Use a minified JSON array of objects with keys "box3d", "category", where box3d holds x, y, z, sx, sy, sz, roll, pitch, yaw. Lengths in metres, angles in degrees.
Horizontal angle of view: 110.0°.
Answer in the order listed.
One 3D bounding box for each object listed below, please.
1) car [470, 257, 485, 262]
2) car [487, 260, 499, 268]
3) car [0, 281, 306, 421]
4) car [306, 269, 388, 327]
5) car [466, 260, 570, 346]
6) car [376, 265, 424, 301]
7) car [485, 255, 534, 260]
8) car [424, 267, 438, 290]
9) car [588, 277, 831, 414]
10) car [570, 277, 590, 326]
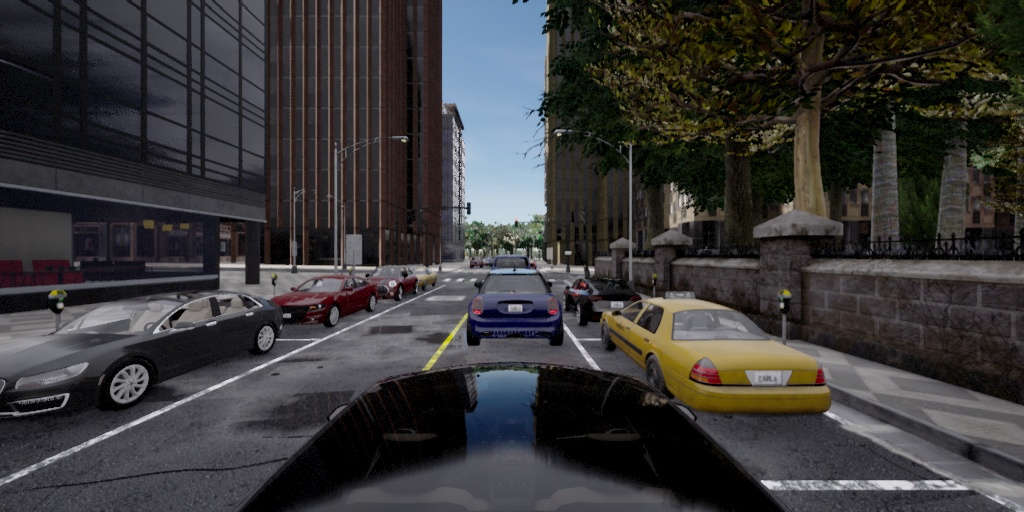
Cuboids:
[{"box3d":[-5.849,1.056,59.764,2.192,1.841,5.009,0,0,0],"category":"car"},{"box3d":[-3.159,1.343,60.574,1.895,1.301,4.718,0,0,0],"category":"car"},{"box3d":[-5.769,1.299,5.985,2.007,1.370,4.403,0,0,0],"category":"car"},{"box3d":[-5.777,1.291,11.442,1.888,1.381,4.507,0,0,0],"category":"car"},{"box3d":[0.042,1.099,9.560,2.097,1.767,4.553,0,0,-1],"category":"car"},{"box3d":[-5.785,1.184,16.899,1.967,1.591,4.097,0,0,0],"category":"car"},{"box3d":[-0.021,0.966,18.995,2.150,2.045,5.566,0,0,0],"category":"car"},{"box3d":[-5.793,1.269,22.186,1.751,1.417,4.829,0,0,0],"category":"car"},{"box3d":[2.756,1.274,6.170,1.751,1.417,4.829,0,0,0],"category":"car"},{"box3d":[2.748,1.312,11.457,1.948,1.339,4.313,0,0,0],"category":"car"}]
